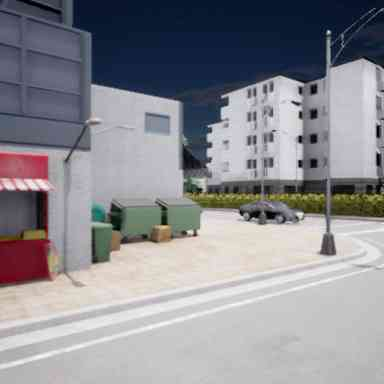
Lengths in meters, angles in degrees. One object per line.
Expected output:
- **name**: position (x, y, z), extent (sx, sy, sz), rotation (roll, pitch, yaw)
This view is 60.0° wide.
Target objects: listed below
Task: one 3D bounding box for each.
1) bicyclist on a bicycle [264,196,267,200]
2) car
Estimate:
- **bicyclist on a bicycle**: position (7.201, 1.146, 33.038), extent (1.656, 1.620, 0.582), rotation (0, 0, -37)
- **car**: position (5.383, 1.330, 22.918), extent (2.128, 1.511, 4.902), rotation (0, 0, -37)
